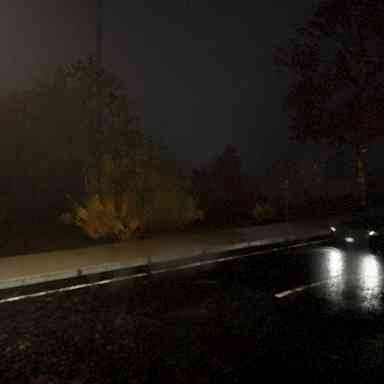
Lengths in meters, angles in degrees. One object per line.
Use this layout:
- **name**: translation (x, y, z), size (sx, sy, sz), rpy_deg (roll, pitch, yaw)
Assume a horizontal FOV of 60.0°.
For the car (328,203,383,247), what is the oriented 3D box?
- **car**: translation (7.515, 1.134, 12.657), size (5.357, 1.411, 2.033), rpy_deg (-2, 1, -33)
